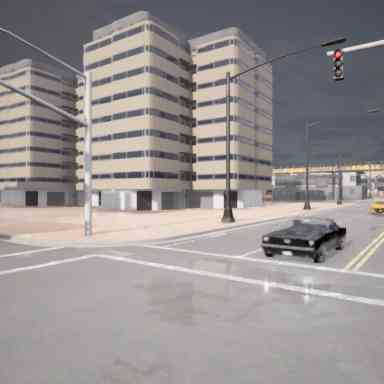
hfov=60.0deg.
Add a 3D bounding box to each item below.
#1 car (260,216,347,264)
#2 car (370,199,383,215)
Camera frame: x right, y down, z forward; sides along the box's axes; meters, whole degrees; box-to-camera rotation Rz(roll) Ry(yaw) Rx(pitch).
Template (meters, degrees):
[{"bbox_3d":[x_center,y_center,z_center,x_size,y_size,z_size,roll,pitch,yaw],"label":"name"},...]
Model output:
[{"bbox_3d":[4.226,1.603,12.152,1.895,1.301,4.718,0,0,35],"label":"car"},{"bbox_3d":[19.096,1.487,33.172,1.882,1.535,5.008,0,0,35],"label":"car"}]
